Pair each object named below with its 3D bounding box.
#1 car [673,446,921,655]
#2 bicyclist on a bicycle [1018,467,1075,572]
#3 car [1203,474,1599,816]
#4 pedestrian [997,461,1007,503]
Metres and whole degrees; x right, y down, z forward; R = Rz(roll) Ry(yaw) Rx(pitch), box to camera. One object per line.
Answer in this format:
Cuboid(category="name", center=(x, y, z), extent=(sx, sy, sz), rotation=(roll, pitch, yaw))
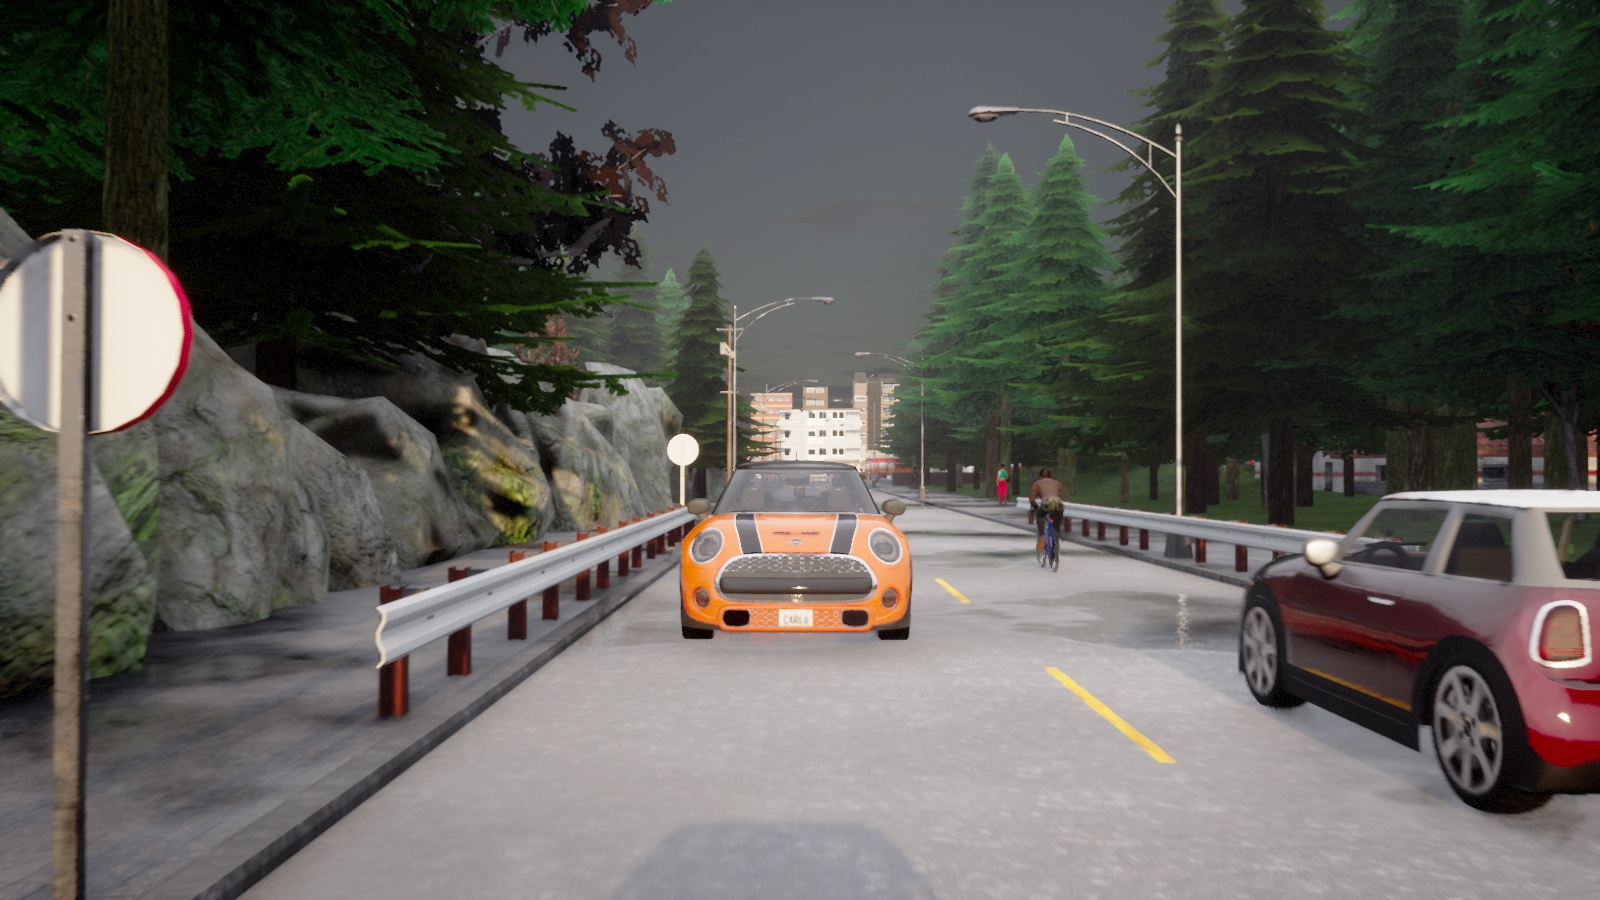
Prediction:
Cuboid(category="car", center=(-0.032, 0.890, 12.945), extent=(2.097, 1.767, 4.553), rotation=(0, -1, 0))
Cuboid(category="bicyclist on a bicycle", center=(3.950, 1.091, 20.209), extent=(0.582, 1.620, 1.656), rotation=(0, -1, 0))
Cuboid(category="car", center=(3.982, 0.888, 7.401), extent=(1.970, 1.475, 3.806), rotation=(0, -1, 0))
Cuboid(category="pedestrian", center=(9.090, 1.436, 56.481), extent=(0.345, 1.836, 0.594), rotation=(0, -1, -2))
